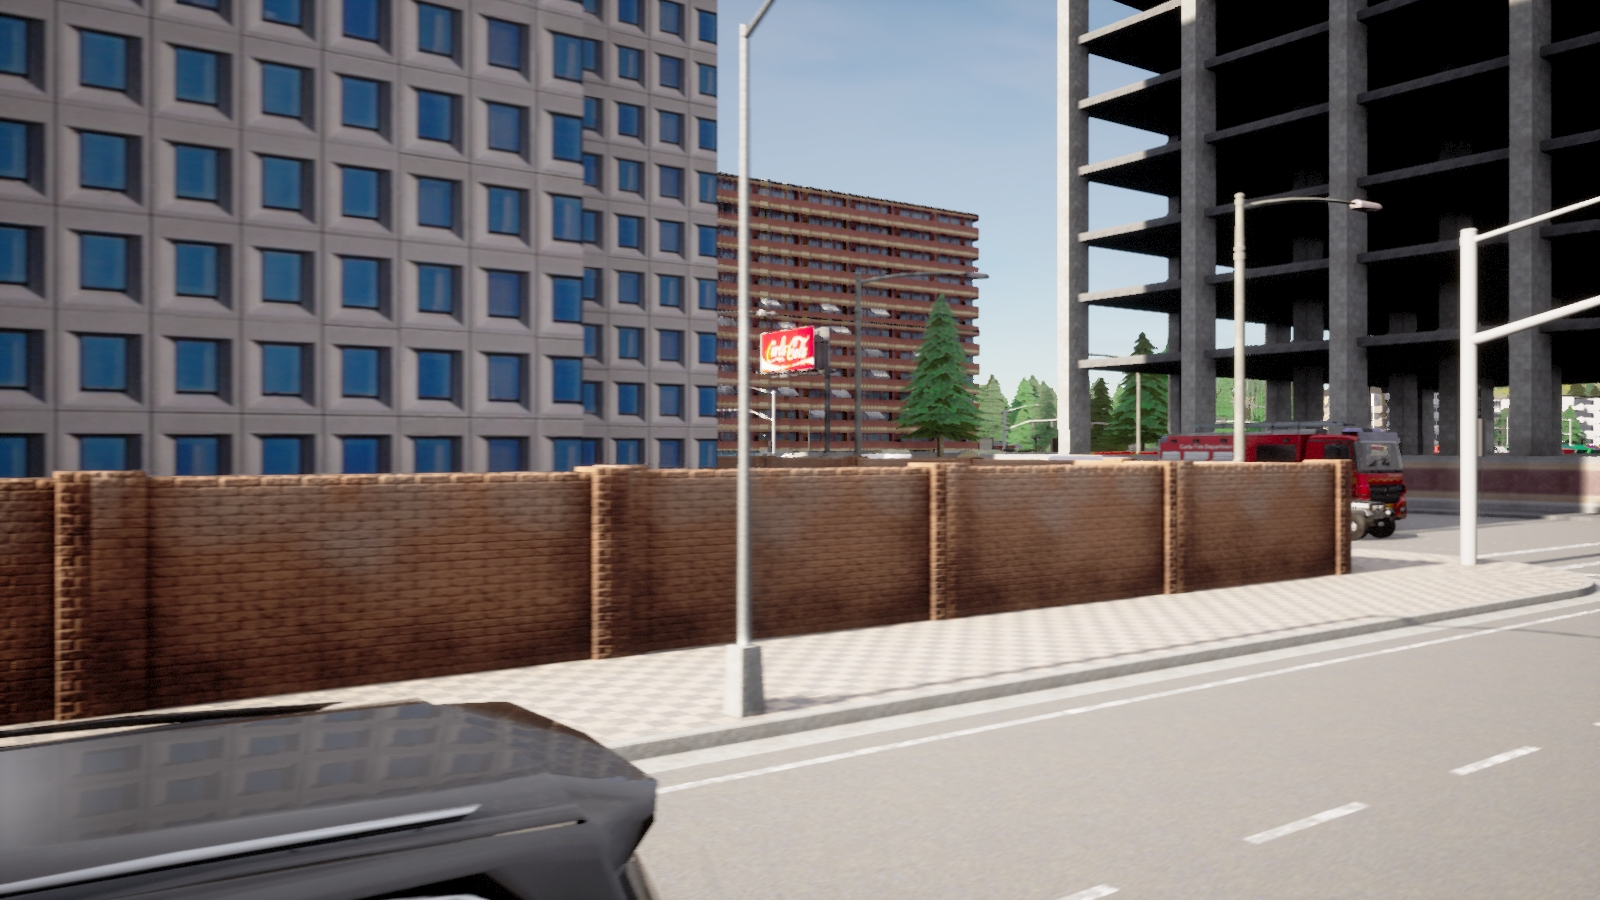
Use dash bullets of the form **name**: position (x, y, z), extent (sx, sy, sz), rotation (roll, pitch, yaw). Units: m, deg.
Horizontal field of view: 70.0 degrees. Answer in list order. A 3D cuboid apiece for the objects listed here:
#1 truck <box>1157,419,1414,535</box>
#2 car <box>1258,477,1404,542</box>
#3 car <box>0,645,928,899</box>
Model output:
- **truck**: position (17.552, 0.890, 41.994), extent (2.891, 3.827, 8.468), rotation (0, 0, -35)
- **car**: position (17.097, 1.856, 36.941), extent (1.905, 1.878, 3.866), rotation (0, 0, -35)
- **car**: position (-2.596, 1.779, 1.967), extent (5.566, 2.045, 2.150), rotation (0, 0, -35)
